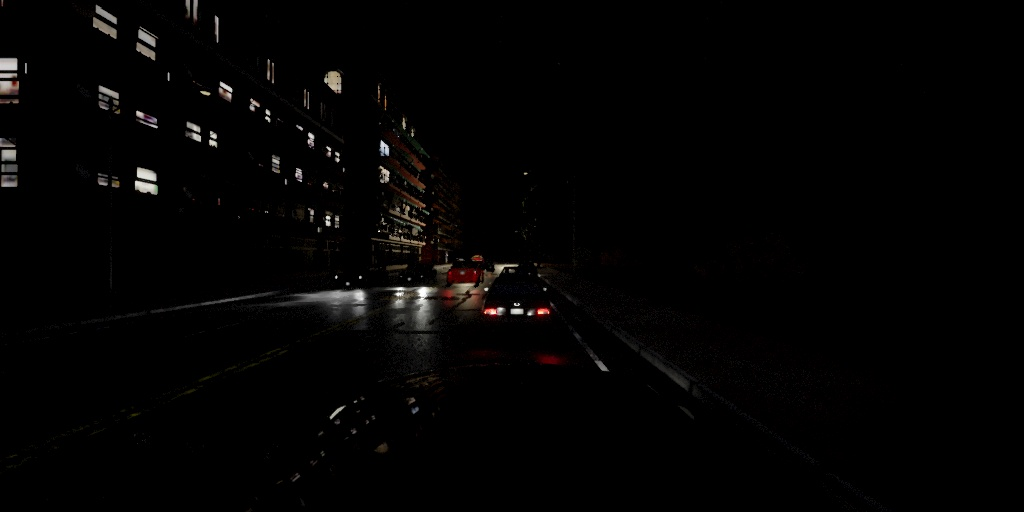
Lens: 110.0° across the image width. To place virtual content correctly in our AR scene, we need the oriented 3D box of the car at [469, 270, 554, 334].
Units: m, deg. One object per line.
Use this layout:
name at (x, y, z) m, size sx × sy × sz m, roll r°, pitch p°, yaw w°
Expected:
car at (0.110, 1.299, 10.593) m, size 2.033 × 1.411 × 5.357 m, roll 0°, pitch 0°, yaw 0°

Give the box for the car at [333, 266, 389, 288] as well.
car at (-9.831, 1.354, 23.678) m, size 1.895 × 1.301 × 4.718 m, roll 0°, pitch 0°, yaw 0°

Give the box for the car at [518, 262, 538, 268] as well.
car at (1.163, 1.259, 30.722) m, size 1.837 × 1.490 × 4.892 m, roll 0°, pitch 0°, yaw 0°

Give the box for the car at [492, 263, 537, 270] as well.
car at (0.116, 1.300, 20.955) m, size 2.033 × 1.411 × 5.357 m, roll 0°, pitch 0°, yaw 0°

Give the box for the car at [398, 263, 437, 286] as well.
car at (-6.581, 1.258, 25.381) m, size 1.837 × 1.490 × 4.892 m, roll 0°, pitch 0°, yaw 0°

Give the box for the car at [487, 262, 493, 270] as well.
car at (-3.112, 1.353, 44.472) m, size 1.895 × 1.301 × 4.718 m, roll 0°, pitch 0°, yaw 0°

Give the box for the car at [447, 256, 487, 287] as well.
car at (-3.131, 1.104, 24.811) m, size 2.097 × 1.767 × 4.553 m, roll 0°, pitch 0°, yaw 0°
